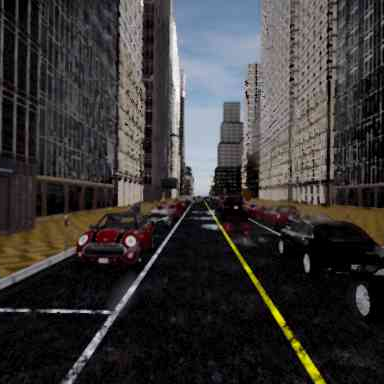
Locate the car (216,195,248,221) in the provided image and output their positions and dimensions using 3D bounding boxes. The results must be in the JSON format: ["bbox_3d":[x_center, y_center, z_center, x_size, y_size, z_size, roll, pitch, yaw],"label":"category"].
[{"bbox_3d":[3.616,1.366,29.494,2.150,2.045,5.566,1,0,1],"label":"car"}]

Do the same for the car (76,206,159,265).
[{"bbox_3d":[-2.477,1.447,11.507,1.967,1.590,4.097,1,0,1],"label":"car"}]

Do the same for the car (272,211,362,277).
[{"bbox_3d":[4.084,1.592,10.534,1.837,1.490,4.892,1,0,1],"label":"car"}]

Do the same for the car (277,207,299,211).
[{"bbox_3d":[6.021,1.684,16.990,2.008,1.369,4.403,1,0,1],"label":"car"}]

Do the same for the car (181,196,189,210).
[{"bbox_3d":[-1.740,1.677,45.633,1.887,1.381,4.507,1,0,1],"label":"car"}]

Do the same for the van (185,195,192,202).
[{"bbox_3d":[-0.873,1.633,85.447,1.690,1.788,3.998,1,0,1],"label":"van"}]

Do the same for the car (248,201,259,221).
[{"bbox_3d":[6.268,1.720,28.365,1.887,1.381,4.507,1,0,1],"label":"car"}]

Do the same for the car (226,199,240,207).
[{"bbox_3d":[6.884,1.849,56.802,1.947,1.339,4.313,1,0,1],"label":"car"}]

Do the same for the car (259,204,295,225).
[{"bbox_3d":[6.146,1.594,22.677,1.967,1.590,4.097,1,0,1],"label":"car"}]

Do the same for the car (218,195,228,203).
[{"bbox_3d":[7.381,1.689,79.554,2.192,1.841,5.009,1,0,1],"label":"car"}]

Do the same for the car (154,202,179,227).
[{"bbox_3d":[-2.233,1.599,22.882,2.008,1.369,4.403,1,0,1],"label":"car"}]

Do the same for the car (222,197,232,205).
[{"bbox_3d":[7.135,1.854,68.348,1.752,1.417,4.829,1,0,1],"label":"car"}]

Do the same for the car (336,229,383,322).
[{"bbox_3d":[3.954,1.571,4.535,1.837,1.490,4.892,1,0,1],"label":"car"}]

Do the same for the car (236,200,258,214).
[{"bbox_3d":[6.514,1.768,39.740,2.008,1.369,4.403,1,0,1],"label":"car"}]

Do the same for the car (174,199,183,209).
[{"bbox_3d":[-2.110,1.614,28.569,1.887,1.381,4.507,1,0,1],"label":"car"}]

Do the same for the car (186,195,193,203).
[{"bbox_3d":[-1.000,1.819,79.759,2.008,1.369,4.403,1,0,1],"label":"car"}]

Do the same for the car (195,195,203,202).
[{"bbox_3d":[1.849,1.685,87.239,2.097,1.767,4.553,1,0,1],"label":"car"}]

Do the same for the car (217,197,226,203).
[{"bbox_3d":[7.500,1.942,85.241,1.887,1.381,4.507,1,0,1],"label":"car"}]

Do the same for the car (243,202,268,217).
[{"bbox_3d":[6.390,1.778,34.053,1.802,1.307,4.206,1,0,1],"label":"car"}]
